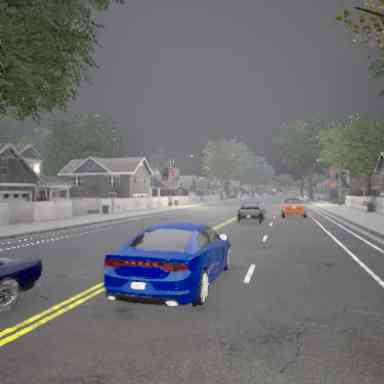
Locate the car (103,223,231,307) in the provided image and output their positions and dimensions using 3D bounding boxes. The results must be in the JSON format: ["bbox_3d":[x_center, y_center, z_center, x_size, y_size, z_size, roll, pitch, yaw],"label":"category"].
[{"bbox_3d":[-0.269,1.490,8.201,1.882,1.535,5.008,0,0,16],"label":"car"}]

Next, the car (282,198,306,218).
[{"bbox_3d":[9.626,1.392,31.490,2.097,1.767,4.553,0,0,16],"label":"car"}]

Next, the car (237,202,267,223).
[{"bbox_3d":[4.682,1.525,25.877,2.128,1.511,4.902,0,0,16],"label":"car"}]

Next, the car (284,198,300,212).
[{"bbox_3d":[12.432,1.530,41.496,1.882,1.535,5.008,0,0,16],"label":"car"}]

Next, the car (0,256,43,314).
[{"bbox_3d":[-4.693,1.615,5.157,1.895,1.301,4.718,0,0,16],"label":"car"}]
